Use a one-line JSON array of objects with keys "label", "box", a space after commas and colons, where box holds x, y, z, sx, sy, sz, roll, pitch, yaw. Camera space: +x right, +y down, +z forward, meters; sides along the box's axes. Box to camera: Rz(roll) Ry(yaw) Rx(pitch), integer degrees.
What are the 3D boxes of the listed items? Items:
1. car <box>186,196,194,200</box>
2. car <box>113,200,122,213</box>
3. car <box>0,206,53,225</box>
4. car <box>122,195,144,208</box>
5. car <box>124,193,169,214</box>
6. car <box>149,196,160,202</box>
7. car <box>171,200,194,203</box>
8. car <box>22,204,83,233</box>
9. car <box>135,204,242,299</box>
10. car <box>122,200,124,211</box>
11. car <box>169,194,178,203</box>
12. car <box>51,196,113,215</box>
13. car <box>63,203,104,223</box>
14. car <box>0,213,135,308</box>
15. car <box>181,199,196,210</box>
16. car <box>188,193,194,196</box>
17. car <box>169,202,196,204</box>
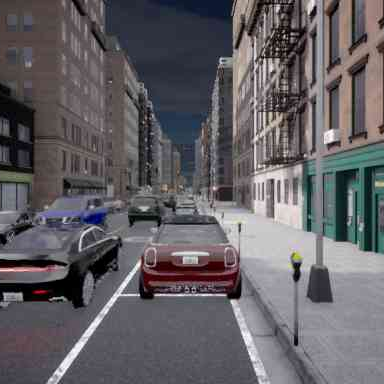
[{"label": "car", "box": [-0.383, 1.519, 37.181, 1.752, 1.417, 4.829, 0, 0, 0]}, {"label": "car", "box": [-8.408, 1.548, 31.607, 2.008, 1.369, 4.403, 0, 0, 0]}, {"label": "car", "box": [-8.408, 1.566, 15.368, 1.947, 1.339, 4.313, 0, 0, 0]}, {"label": "car", "box": [-8.408, 1.302, 47.845, 2.192, 1.841, 5.009, 0, 0, 0]}, {"label": "car", "box": [-3.036, 1.222, 23.398, 2.150, 2.045, 5.566, 0, 0, -1]}, {"label": "car", "box": [-8.408, 1.521, 74.308, 2.008, 1.369, 4.403, 0, 0, 0]}, {"label": "car", "box": [-0.383, 1.565, 26.185, 1.947, 1.339, 4.313, 0, 0, 0]}, {"label": "car", "box": [-8.408, 1.525, 20.611, 1.752, 1.417, 4.829, 0, 0, 0]}, {"label": "car", "box": [-0.033, 1.352, 8.620, 2.097, 1.767, 4.553, 0, 0, 0]}, {"label": "car", "box": [-8.408, 1.545, 37.020, 2.008, 1.369, 4.403, 0, 0, 0]}, {"label": "car", "box": [-2.921, 1.213, 39.671, 2.150, 2.045, 5.566, 0, 0, 0]}, {"label": "car", "box": [-5.869, 1.221, 16.778, 2.150, 2.045, 5.566, 0, 0, 0]}, {"label": "car", "box": [-8.408, 1.581, 26.194, 1.802, 1.307, 4.206, 0, 0, 0]}, {"label": "car", "box": [-2.924, 1.493, 7.869, 2.128, 1.511, 4.902, 0, 0, 0]}, {"label": "car", "box": [-0.383, 1.572, 42.423, 1.802, 1.307, 4.206, 0, 0, 0]}, {"label": "car", "box": [-0.382, 1.395, 90.663, 1.967, 1.590, 4.097, 0, 0, 0]}, {"label": "car", "box": [-0.383, 1.566, 20.772, 1.947, 1.339, 4.313, 0, 0, 0]}]
